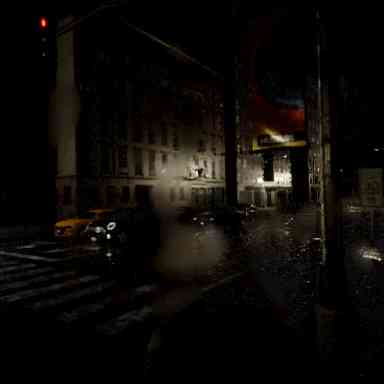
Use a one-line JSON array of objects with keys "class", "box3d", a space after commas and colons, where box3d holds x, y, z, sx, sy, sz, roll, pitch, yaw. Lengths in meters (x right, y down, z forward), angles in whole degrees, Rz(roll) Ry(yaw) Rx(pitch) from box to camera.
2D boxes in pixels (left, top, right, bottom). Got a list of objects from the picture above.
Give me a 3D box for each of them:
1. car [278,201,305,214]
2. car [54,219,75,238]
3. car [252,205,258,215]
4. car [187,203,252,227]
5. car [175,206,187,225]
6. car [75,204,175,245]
[{"class": "car", "box3d": [11.299, 1.739, 37.734, 1.994, 1.385, 4.181, -2, -1, 35]}, {"class": "car", "box3d": [-5.523, 1.775, 19.418, 1.882, 1.535, 5.008, -2, -1, 36]}, {"class": "car", "box3d": [5.322, 1.836, 34.895, 1.994, 1.385, 4.181, -2, -1, 35]}, {"class": "car", "box3d": [2.201, 1.744, 24.786, 2.033, 1.411, 5.357, -2, -1, 35]}, {"class": "car", "box3d": [-0.367, 1.849, 26.779, 1.994, 1.385, 4.181, -2, -1, 35]}, {"class": "car", "box3d": [-3.233, 1.561, 17.027, 2.097, 1.767, 4.553, -2, -1, 35]}]
